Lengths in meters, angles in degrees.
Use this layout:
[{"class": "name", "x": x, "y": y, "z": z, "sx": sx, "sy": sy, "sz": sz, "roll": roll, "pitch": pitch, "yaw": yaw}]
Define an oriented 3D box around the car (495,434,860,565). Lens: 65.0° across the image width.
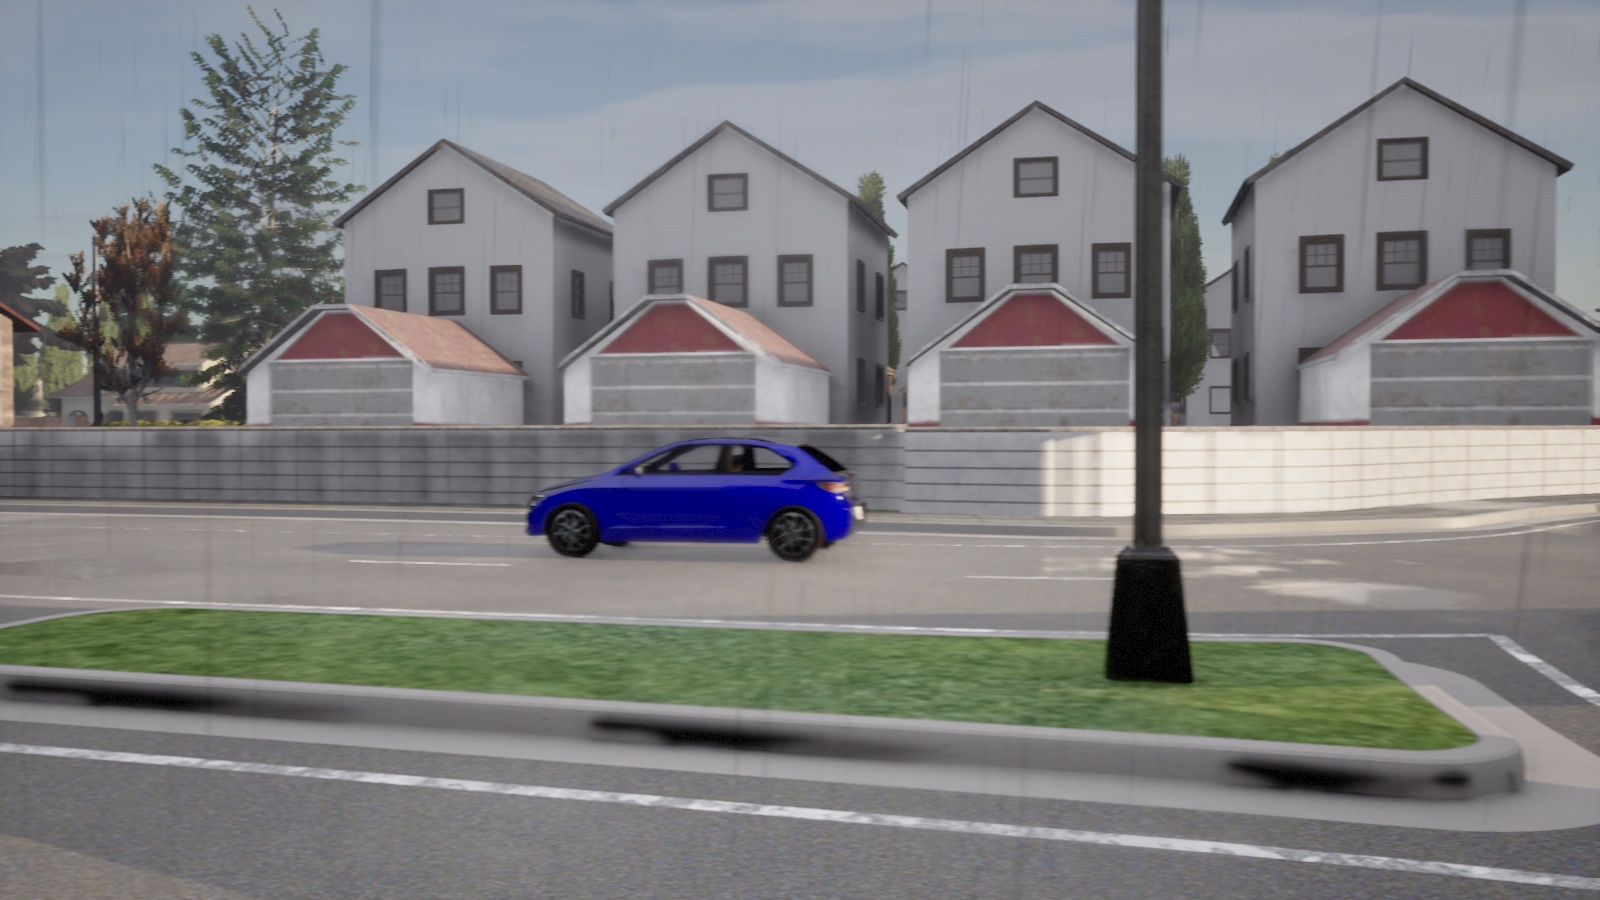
[{"class": "car", "x": -1.464, "y": 0.555, "z": 15.717, "sx": 4.193, "sy": 1.474, "sz": 1.816, "roll": 0, "pitch": 1, "yaw": 12}]
